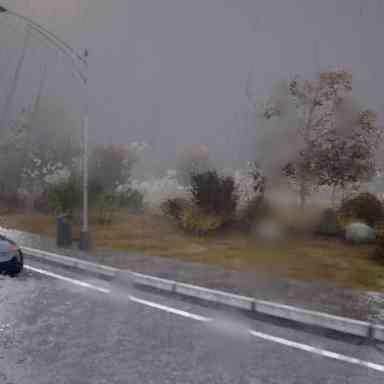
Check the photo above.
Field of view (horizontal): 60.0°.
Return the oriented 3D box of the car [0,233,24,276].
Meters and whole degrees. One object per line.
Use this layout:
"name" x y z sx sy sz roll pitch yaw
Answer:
"car" -6.445 1.571 9.261 4.181 1.385 1.994 0 0 40
